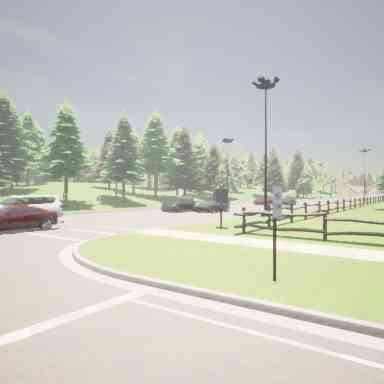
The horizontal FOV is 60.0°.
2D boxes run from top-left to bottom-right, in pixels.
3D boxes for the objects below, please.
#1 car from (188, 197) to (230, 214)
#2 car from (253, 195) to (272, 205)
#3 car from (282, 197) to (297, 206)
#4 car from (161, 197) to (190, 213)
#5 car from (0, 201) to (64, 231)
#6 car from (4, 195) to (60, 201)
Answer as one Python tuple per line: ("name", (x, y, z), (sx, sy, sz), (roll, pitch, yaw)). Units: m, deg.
("car", (2.184, 1.547, 36.104), (2.033, 1.411, 5.357), (0, 0, 35))
("car", (12.077, 1.351, 56.139), (2.097, 1.767, 4.553), (0, 0, 36))
("car", (15.870, 1.548, 55.424), (2.033, 1.411, 5.357), (0, 0, 35))
("car", (-1.429, 1.353, 37.046), (2.097, 1.767, 4.553), (0, 0, 35))
("car", (-10.049, 1.477, 18.694), (1.882, 1.535, 5.008), (0, 0, 35))
("car", (-11.544, 1.222, 22.655), (2.150, 2.045, 5.566), (0, 0, 35))
